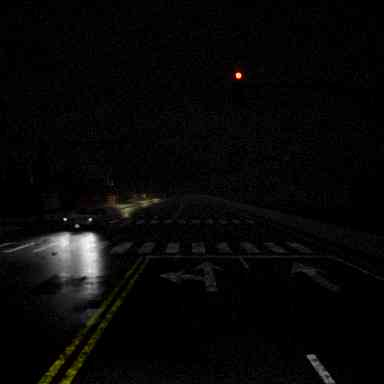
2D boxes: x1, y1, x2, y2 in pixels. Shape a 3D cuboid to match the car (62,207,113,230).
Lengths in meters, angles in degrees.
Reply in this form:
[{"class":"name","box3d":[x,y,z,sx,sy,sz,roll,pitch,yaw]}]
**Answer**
[{"class":"car","box3d":[-6.461,1.622,20.960,1.895,1.301,4.718,0,0,0]}]
